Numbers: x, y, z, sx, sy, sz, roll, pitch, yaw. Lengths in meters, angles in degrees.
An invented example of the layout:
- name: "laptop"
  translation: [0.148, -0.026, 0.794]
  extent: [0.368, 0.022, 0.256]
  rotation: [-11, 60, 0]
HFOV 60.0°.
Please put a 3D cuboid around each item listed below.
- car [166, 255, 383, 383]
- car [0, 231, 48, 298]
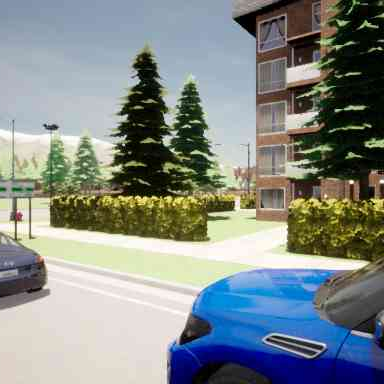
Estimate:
- name: "car"
  translation: [2.411, 1.221, 2.270]
  extent: [5.566, 2.045, 2.150]
  rotation: [0, 0, 36]
- name: "car"
  translation: [-5.207, 1.564, 7.672]
  extent: [4.181, 1.385, 1.994]
  rotation: [0, 0, 36]
